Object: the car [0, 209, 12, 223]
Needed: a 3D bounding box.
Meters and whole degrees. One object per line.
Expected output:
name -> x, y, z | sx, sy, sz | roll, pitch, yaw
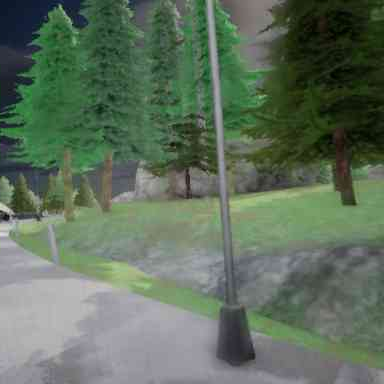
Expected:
car -> -21.268, 2.628, 36.161 | 1.812, 1.442, 4.674 | -3, -2, -8
